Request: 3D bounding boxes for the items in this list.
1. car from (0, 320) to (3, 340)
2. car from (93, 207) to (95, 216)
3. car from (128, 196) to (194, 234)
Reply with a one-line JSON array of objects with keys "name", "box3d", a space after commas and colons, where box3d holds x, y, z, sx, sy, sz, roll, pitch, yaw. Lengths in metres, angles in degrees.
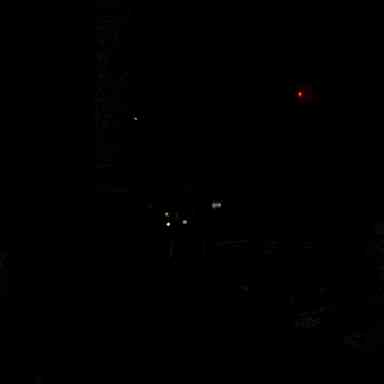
[{"name": "car", "box3d": [-4.256, 1.565, 3.156, 4.313, 1.339, 1.947, 0, 0, -35]}, {"name": "car", "box3d": [-11.345, 1.625, 33.550, 1.882, 1.535, 5.008, 0, 0, -35]}, {"name": "car", "box3d": [-1.997, 1.298, 20.455, 2.150, 2.045, 5.566, 0, 0, -36]}]
